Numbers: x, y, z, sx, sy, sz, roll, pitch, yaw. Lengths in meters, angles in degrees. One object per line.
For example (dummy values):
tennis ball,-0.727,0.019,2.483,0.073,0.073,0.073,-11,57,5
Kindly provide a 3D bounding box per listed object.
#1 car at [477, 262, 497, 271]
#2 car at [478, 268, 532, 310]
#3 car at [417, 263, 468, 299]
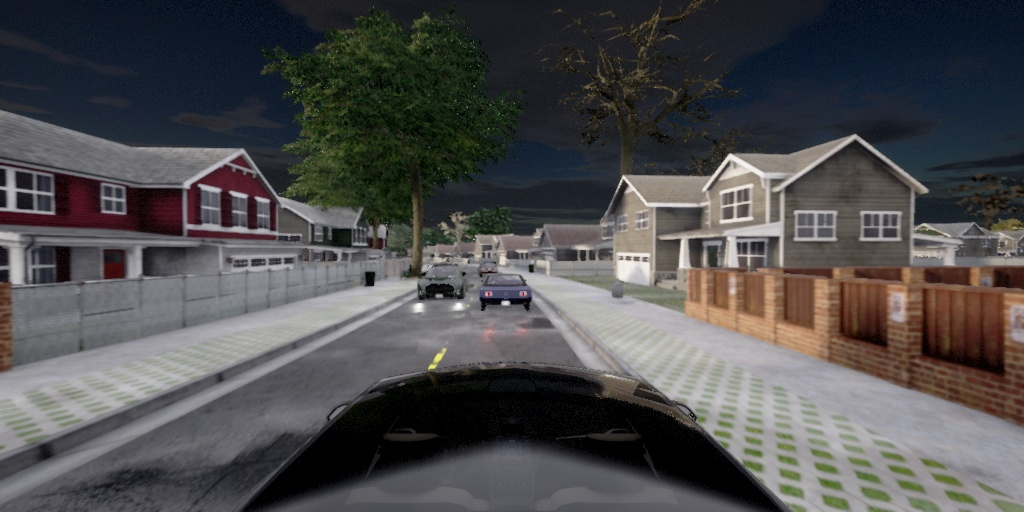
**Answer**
car,-2.454,1.299,36.020,2.033,1.411,5.357,0,0,-8
car,-0.332,1.349,14.690,1.895,1.301,4.718,0,0,-3
car,-3.345,1.172,17.980,2.097,1.767,4.553,0,0,-4
